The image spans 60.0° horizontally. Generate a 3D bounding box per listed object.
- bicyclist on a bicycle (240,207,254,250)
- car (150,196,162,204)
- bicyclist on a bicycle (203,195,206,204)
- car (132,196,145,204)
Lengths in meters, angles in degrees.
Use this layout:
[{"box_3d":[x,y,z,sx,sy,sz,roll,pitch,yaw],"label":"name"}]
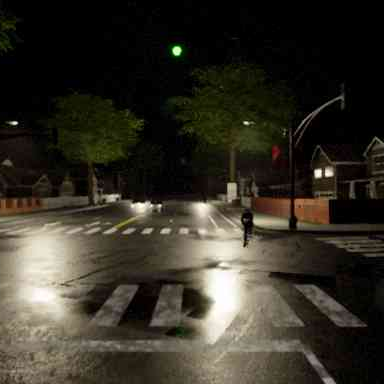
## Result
[{"box_3d":[2.247,1.455,13.463,0.582,1.620,1.656,0,0,0],"label":"bicyclist on a bicycle"},{"box_3d":[-6.511,1.520,61.451,1.812,1.442,4.674,0,0,0],"label":"car"},{"box_3d":[2.239,1.366,58.607,0.659,1.776,1.843,0,0,0],"label":"bicyclist on a bicycle"},{"box_3d":[-9.760,1.502,61.450,1.837,1.490,4.892,0,0,0],"label":"car"}]
